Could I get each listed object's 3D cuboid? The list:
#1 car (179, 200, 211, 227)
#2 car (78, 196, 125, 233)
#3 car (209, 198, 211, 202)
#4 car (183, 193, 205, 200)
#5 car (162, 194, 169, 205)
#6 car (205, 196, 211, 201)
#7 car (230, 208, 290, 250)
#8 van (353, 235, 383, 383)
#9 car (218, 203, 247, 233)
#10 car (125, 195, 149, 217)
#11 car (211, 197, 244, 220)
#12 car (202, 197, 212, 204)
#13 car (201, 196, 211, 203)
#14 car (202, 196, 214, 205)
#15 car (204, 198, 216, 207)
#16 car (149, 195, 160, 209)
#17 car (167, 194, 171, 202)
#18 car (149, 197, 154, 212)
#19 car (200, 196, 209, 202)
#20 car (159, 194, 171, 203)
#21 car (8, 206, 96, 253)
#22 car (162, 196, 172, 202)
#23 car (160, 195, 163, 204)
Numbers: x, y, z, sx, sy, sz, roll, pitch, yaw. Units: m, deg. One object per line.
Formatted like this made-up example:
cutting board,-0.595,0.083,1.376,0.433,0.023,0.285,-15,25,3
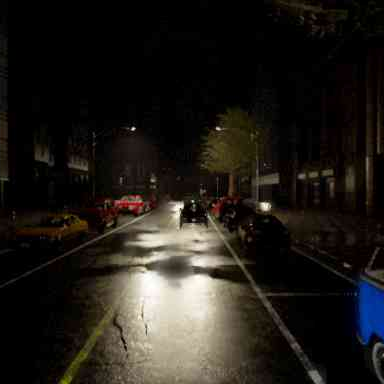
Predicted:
car,0.102,1.508,22.315,1.812,1.442,4.674,0,0,0
car,-5.669,1.297,19.522,2.192,1.841,5.009,0,0,0
car,2.856,1.531,30.792,1.887,1.381,4.507,0,0,0
car,0.103,1.208,41.205,2.150,2.045,5.566,0,0,0
car,-5.671,1.571,58.994,1.947,1.339,4.313,0,0,0
car,2.856,1.557,42.071,1.947,1.339,4.313,0,0,0
car,2.856,1.564,13.874,1.802,1.307,4.206,0,0,0
van,2.858,1.337,2.595,1.690,1.788,3.998,0,0,0
car,2.856,1.548,19.512,1.947,1.339,4.313,0,0,0
car,-5.670,1.301,30.800,2.192,1.841,5.009,0,0,0
car,2.856,1.299,25.153,2.192,1.841,5.009,0,0,0
car,2.855,1.597,64.629,1.802,1.307,4.206,0,0,0
car,2.854,1.590,70.268,1.947,1.339,4.313,0,0,0
car,2.855,1.446,58.991,1.967,1.590,4.097,0,0,0
car,2.855,1.582,53.350,1.802,1.307,4.206,0,0,0
car,-5.670,1.305,42.077,2.192,1.841,5.009,0,0,0
car,-5.671,1.580,64.632,1.947,1.339,4.313,0,0,0
car,-5.669,1.554,36.439,1.947,1.339,4.313,0,0,0
car,2.854,1.603,75.909,1.947,1.339,4.313,0,0,0
car,-5.672,1.339,70.271,2.192,1.841,5.009,0,0,0
car,-5.669,1.507,13.714,1.752,1.417,4.829,0,0,0
car,-5.671,1.618,75.910,1.802,1.307,4.206,0,0,0
car,-5.669,1.539,47.717,1.887,1.381,4.507,0,0,0
